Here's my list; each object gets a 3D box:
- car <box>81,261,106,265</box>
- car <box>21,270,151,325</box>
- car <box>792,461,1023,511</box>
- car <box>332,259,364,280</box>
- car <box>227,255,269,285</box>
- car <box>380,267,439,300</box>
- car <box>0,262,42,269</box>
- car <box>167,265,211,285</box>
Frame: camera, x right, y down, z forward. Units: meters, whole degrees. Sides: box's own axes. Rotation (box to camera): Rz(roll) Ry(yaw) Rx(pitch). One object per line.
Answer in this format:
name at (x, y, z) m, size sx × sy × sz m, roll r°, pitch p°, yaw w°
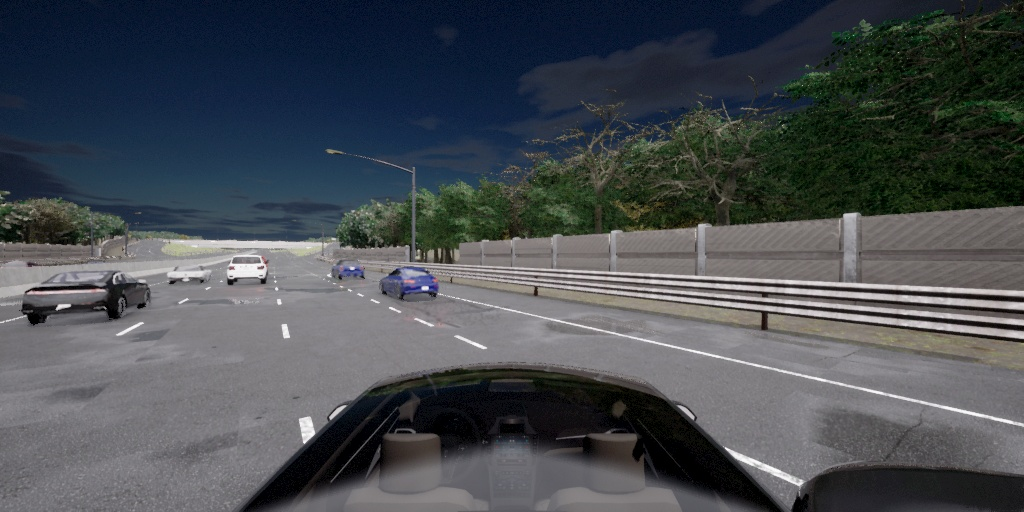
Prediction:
car at (-44.350, 1.273, 38.233) m, size 1.994 × 1.385 × 4.181 m, roll 0°, pitch 0°, yaw -33°
car at (-13.955, 1.234, 12.066) m, size 2.128 × 1.511 × 4.902 m, roll 0°, pitch 0°, yaw -34°
car at (2.985, 1.315, 0.502) m, size 4.181 × 1.385 × 1.994 m, roll 0°, pitch 0°, yaw 34°
car at (-14.633, 1.087, 31.873) m, size 2.097 × 1.767 × 4.553 m, roll 0°, pitch 0°, yaw -34°
car at (-19.283, 0.957, 26.244) m, size 2.150 × 2.045 × 5.566 m, roll 0°, pitch 0°, yaw -34°
car at (-5.127, 1.273, 17.767) m, size 1.812 × 1.442 × 4.674 m, roll 0°, pitch 0°, yaw -34°
car at (-44.746, 1.239, 32.494) m, size 1.812 × 1.442 × 4.674 m, roll 0°, pitch 0°, yaw -34°
car at (-23.682, 1.333, 26.516) m, size 1.895 × 1.301 × 4.718 m, roll 0°, pitch 0°, yaw -34°
